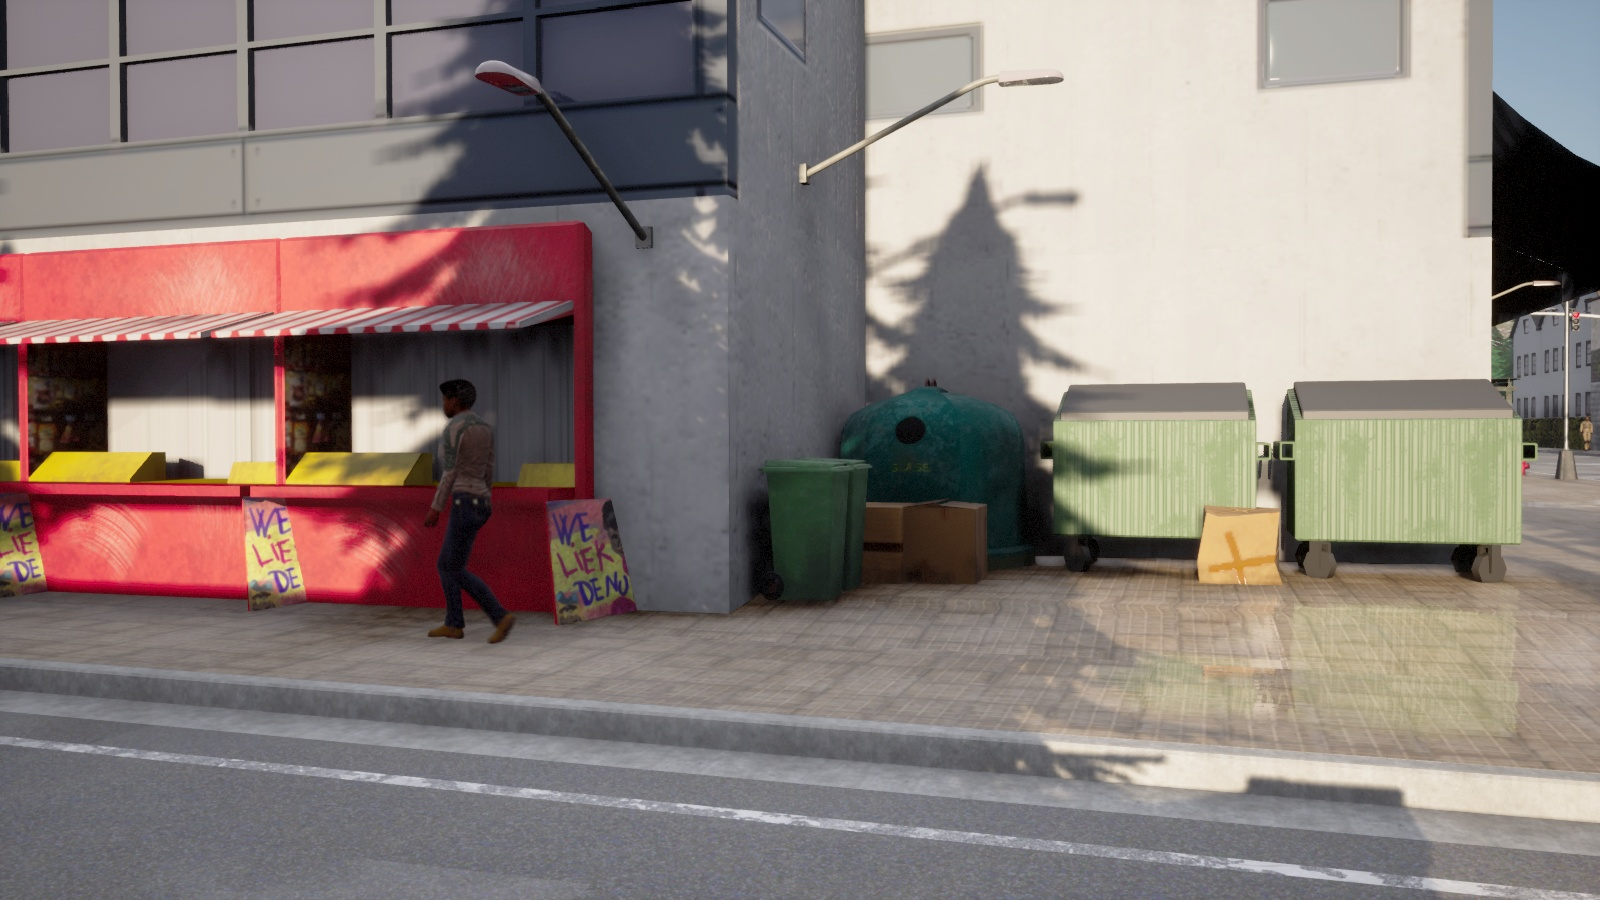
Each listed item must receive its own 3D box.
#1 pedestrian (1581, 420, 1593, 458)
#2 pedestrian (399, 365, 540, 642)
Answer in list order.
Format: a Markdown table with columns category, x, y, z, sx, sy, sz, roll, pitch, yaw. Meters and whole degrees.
| category | x | y | z | sx | sy | sz | roll | pitch | yaw |
| --- | --- | --- | --- | --- | --- | --- | --- | --- | --- |
| pedestrian | 39.406 | -0.552 | 62.885 | 0.396 | 1.930 | 0.692 | 1 | 1 | 24 |
| pedestrian | -2.221 | 0.344 | 8.439 | 0.869 | 1.805 | 0.328 | 0 | 1 | 17 |
